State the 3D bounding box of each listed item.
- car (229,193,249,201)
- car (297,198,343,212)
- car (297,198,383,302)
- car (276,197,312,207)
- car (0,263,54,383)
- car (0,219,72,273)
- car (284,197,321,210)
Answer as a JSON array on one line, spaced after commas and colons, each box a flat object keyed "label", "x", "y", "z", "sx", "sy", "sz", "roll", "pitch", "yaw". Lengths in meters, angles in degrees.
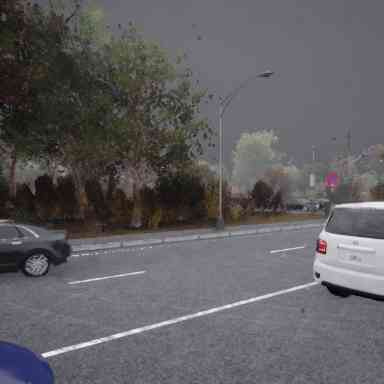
[{"label": "car", "x": 7.263, "y": 1.213, "z": 47.061, "sx": 2.150, "sy": 2.045, "sz": 5.566, "roll": 0, "pitch": 0, "yaw": -32}, {"label": "car", "x": 15.537, "y": 1.492, "z": 40.515, "sx": 2.128, "sy": 1.511, "sz": 4.902, "roll": 0, "pitch": 0, "yaw": -32}, {"label": "car", "x": 5.017, "y": 1.221, "z": 7.332, "sx": 5.566, "sy": 2.045, "sz": 2.150, "roll": 0, "pitch": 0, "yaw": -35}, {"label": "car", "x": 16.168, "y": 1.539, "z": 52.960, "sx": 2.033, "sy": 1.411, "sz": 5.357, "roll": 0, "pitch": 0, "yaw": -32}, {"label": "car", "x": -3.103, "y": 1.526, "z": 1.529, "sx": 4.674, "sy": 1.442, "sz": 1.812, "roll": 0, "pitch": 0, "yaw": -36}, {"label": "car", "x": -5.677, "y": 1.505, "z": 8.544, "sx": 4.892, "sy": 1.490, "sz": 1.837, "roll": 0, "pitch": 0, "yaw": -36}, {"label": "car", "x": 12.507, "y": 1.492, "z": 38.731, "sx": 2.128, "sy": 1.511, "sz": 4.902, "roll": 0, "pitch": 0, "yaw": -33}]
